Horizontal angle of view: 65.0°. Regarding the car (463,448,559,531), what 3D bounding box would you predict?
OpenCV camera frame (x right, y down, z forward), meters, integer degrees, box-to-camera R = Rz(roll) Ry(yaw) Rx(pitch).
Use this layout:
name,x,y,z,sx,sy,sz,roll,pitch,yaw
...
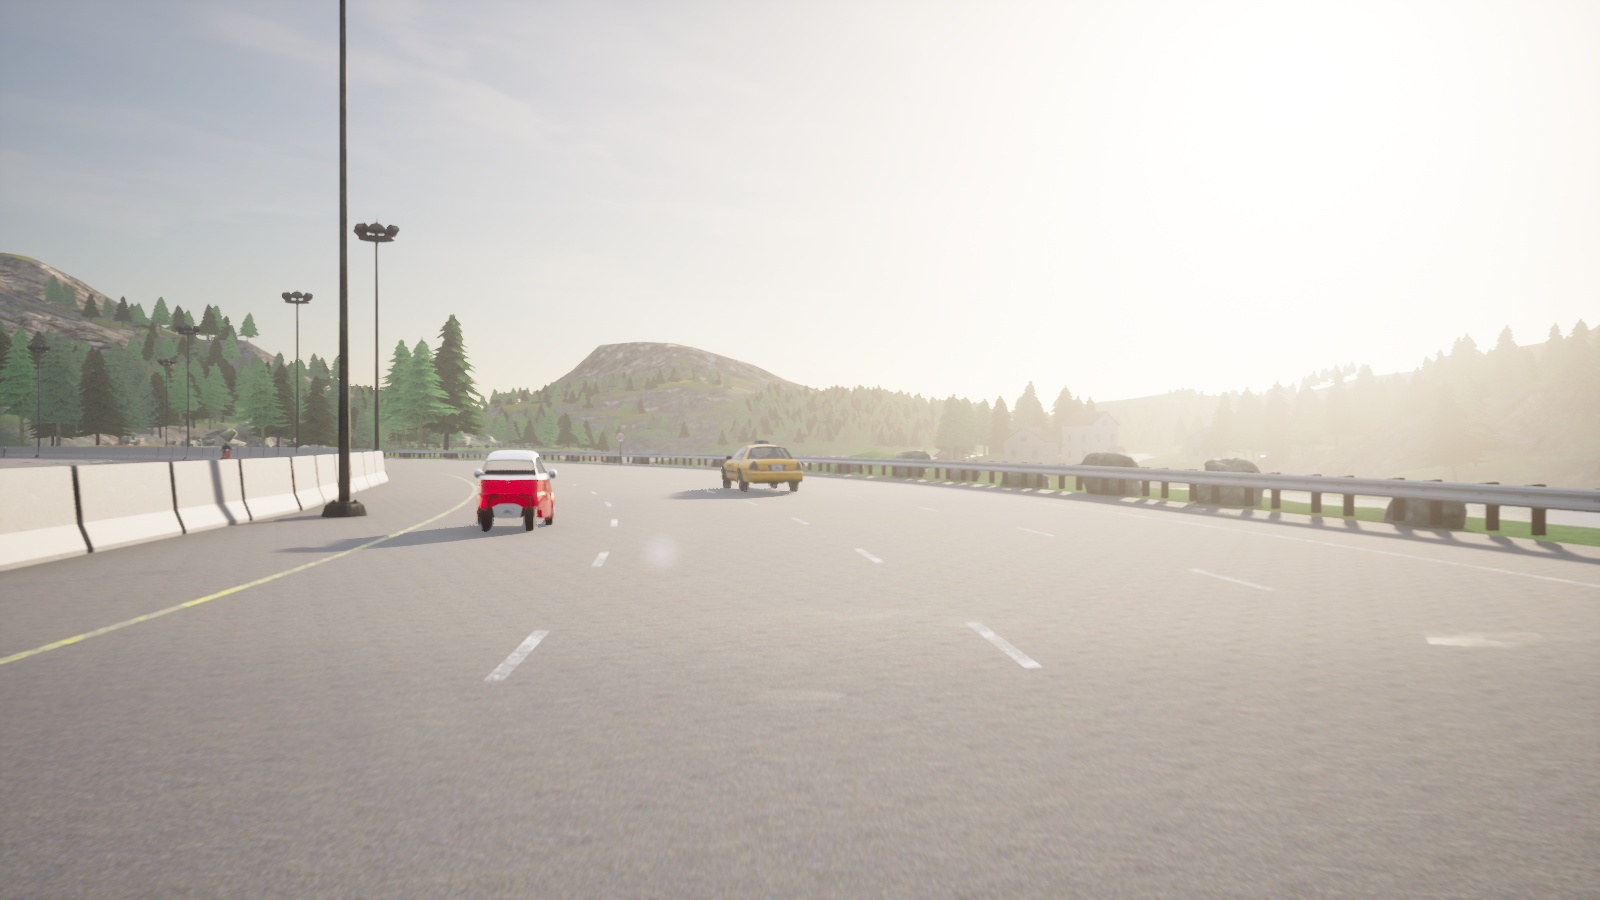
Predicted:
name,x,y,z,sx,sy,sz,roll,pitch,yaw
car,-5.110,0.671,22.381,1.481,1.376,2.207,0,1,-8

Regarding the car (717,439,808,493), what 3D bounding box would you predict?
name,x,y,z,sx,sy,sz,roll,pitch,yaw
car,-1.273,0.461,39.630,1.801,1.575,5.366,0,0,-14
